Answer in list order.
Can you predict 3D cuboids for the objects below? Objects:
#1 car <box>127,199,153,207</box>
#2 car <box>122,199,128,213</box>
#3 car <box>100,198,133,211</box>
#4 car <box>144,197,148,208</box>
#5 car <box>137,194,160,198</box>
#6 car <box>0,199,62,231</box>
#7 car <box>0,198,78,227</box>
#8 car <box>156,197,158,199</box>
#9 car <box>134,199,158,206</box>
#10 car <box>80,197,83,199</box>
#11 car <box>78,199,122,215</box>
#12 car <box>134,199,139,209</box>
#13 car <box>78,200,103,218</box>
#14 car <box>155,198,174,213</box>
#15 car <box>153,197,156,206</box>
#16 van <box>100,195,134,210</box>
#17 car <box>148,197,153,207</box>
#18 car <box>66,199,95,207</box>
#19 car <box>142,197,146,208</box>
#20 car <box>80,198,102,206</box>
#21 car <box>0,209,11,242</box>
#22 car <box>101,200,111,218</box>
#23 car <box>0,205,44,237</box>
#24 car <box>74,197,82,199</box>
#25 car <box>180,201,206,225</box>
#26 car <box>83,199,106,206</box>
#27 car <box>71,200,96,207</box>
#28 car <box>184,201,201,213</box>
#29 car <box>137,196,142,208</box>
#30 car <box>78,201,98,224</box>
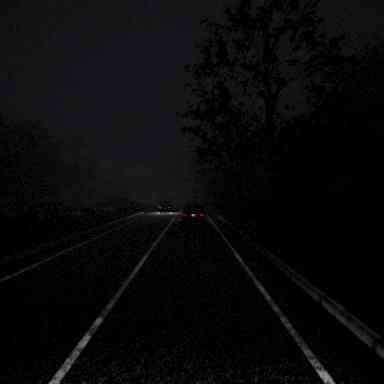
[{"bbox_3d":[-10.279,2.227,66.152,4.892,1.521,2.231,0,-1,0],"label":"car"},{"bbox_3d":[-10.262,1.825,38.404,4.792,1.488,2.163,0,-1,0],"label":"car"},{"bbox_3d":[-10.261,1.857,41.180,4.792,1.488,2.163,0,-1,0],"label":"car"},{"bbox_3d":[-10.466,2.006,55.053,5.366,1.575,1.946,0,-1,0],"label":"car"},{"bbox_3d":[-10.297,2.088,71.709,5.566,2.045,2.435,0,-1,0],"label":"car"},{"bbox_3d":[-10.274,1.445,18.974,4.553,1.767,2.185,0,-1,0],"label":"car"},{"bbox_3d":[-10.272,1.477,21.750,4.553,1.767,2.185,0,-1,0],"label":"car"},{"bbox_3d":[-10.456,2.279,68.928,5.366,1.575,1.946,0,-1,0],"label":"car"},{"bbox_3d":[-10.272,2.395,74.479,5.008,1.535,2.097,0,-1,0],"label":"car"},{"bbox_3d":[-23.383,1.920,63.422,5.566,2.045,2.435,0,-1,0],"label":"car"},{"bbox_3d":[-10.110,1.728,32.852,5.366,1.575,1.946,0,-1,0],"label":"car"},{"bbox_3d":[-10.315,1.921,46.733,4.792,1.488,2.163,0,-1,0],"label":"car"},{"bbox_3d":[-10.293,1.668,27.301,4.892,1.521,2.231,0,-1,0],"label":"car"},{"bbox_3d":[-3.384,1.869,43.401,1.837,1.490,4.892,0,-1,0],"label":"car"},{"bbox_3d":[-10.089,2.167,63.377,5.366,1.575,1.946,0,-1,0],"label":"car"},{"bbox_3d":[-10.405,1.634,43.959,4.442,1.987,1.878,0,-1,0],"label":"van"},{"bbox_3d":[-10.093,2.054,57.705,5.366,1.575,1.946,0,-1,0],"label":"car"},{"bbox_3d":[-23.165,2.281,68.955,5.366,1.575,1.946,0,-1,0],"label":"car"},{"bbox_3d":[-10.276,1.966,52.285,4.892,1.521,2.231,0,-1,0],"label":"car"},{"bbox_3d":[-23.376,2.325,77.142,4.553,1.767,2.185,0,-1,0],"label":"car"},{"bbox_3d":[-10.311,1.546,13.420,4.674,1.452,2.002,0,-1,0],"label":"car"},{"bbox_3d":[-10.304,1.700,30.077,4.892,1.521,2.231,0,-1,0],"label":"car"},{"bbox_3d":[-10.301,1.538,16.196,5.008,1.535,2.097,0,-1,0],"label":"car"},{"bbox_3d":[-23.328,2.145,60.648,4.792,1.488,2.163,0,-1,0],"label":"car"},{"bbox_3d":[0.081,1.693,25.673,2.033,1.411,5.357,0,-1,0],"label":"car"},{"bbox_3d":[-23.338,2.506,79.911,5.008,1.535,2.097,0,-1,0],"label":"car"},{"bbox_3d":[-23.346,2.380,71.724,4.674,1.452,2.002,0,-1,0],"label":"car"},{"bbox_3d":[0.054,1.902,42.856,2.033,1.411,5.357,0,-1,0],"label":"car"},{"bbox_3d":[-10.315,1.801,49.508,4.553,1.767,2.185,0,-1,0],"label":"car"},{"bbox_3d":[-10.116,1.631,24.525,5.366,1.575,1.946,0,-1,0],"label":"car"}]
